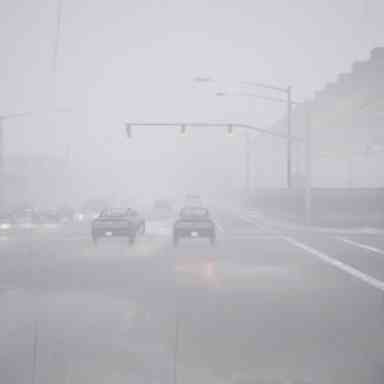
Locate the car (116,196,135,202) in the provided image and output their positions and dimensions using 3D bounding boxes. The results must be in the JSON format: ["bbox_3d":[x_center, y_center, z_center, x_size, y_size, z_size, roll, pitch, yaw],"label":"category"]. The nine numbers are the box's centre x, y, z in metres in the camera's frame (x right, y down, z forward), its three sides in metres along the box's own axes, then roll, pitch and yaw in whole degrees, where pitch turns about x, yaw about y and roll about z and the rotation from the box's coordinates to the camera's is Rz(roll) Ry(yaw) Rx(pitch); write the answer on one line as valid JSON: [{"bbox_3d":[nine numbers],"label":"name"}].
[{"bbox_3d":[-10.531,1.448,54.678,1.837,1.490,4.892,0,-1,0],"label":"car"}]

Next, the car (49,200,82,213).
[{"bbox_3d":[-14.081,1.560,37.313,1.895,1.301,4.718,0,0,1],"label":"car"}]

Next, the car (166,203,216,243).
[{"bbox_3d":[0.102,1.474,15.851,2.128,1.511,4.902,0,0,0],"label":"car"}]

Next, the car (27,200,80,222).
[{"bbox_3d":[-10.591,1.497,25.832,1.812,1.442,4.674,0,0,0],"label":"car"}]

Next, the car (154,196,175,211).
[{"bbox_3d":[-3.399,1.463,39.359,1.837,1.490,4.892,0,0,0],"label":"car"}]

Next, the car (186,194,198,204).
[{"bbox_3d":[0.002,1.285,63.810,2.097,1.767,4.553,0,0,0],"label":"car"}]

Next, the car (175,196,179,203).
[{"bbox_3d":[-3.499,1.497,63.354,1.994,1.385,4.181,0,0,0],"label":"car"}]

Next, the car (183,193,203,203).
[{"bbox_3d":[0.101,1.181,38.546,2.150,2.045,5.566,0,0,0],"label":"car"}]

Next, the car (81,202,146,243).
[{"bbox_3d":[-3.398,1.474,16.013,2.128,1.511,4.902,0,0,0],"label":"car"}]

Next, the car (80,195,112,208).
[{"bbox_3d":[-10.585,1.438,36.562,1.882,1.535,5.008,0,0,0],"label":"car"}]

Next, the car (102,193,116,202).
[{"bbox_3d":[-14.020,1.165,55.355,2.150,2.045,5.566,0,0,0],"label":"car"}]

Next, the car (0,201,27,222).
[{"bbox_3d":[-14.089,1.476,26.269,1.837,1.490,4.892,0,0,0],"label":"car"}]
